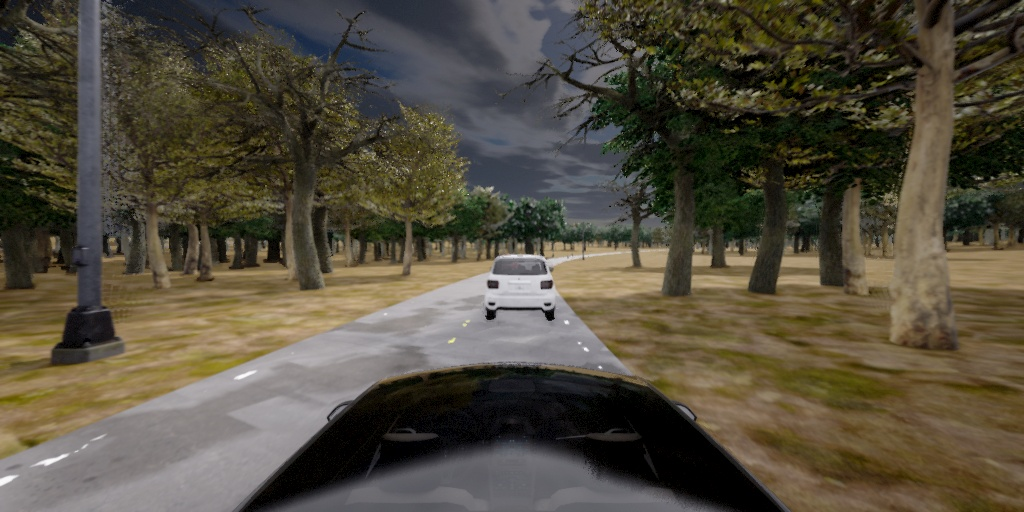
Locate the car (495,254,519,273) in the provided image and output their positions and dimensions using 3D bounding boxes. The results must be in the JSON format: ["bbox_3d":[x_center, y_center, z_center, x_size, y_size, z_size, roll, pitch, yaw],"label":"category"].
[{"bbox_3d":[-0.527,0.811,42.637,2.150,2.045,5.566,0,1,7],"label":"car"}]

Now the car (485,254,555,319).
[{"bbox_3d":[0.332,0.972,12.897,2.150,2.045,5.566,0,0,2],"label":"car"}]
